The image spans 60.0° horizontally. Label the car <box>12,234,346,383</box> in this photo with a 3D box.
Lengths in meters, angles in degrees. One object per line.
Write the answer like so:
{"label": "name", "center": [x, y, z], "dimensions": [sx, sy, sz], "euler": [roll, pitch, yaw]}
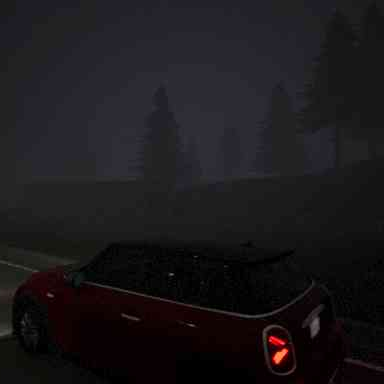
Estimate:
{"label": "car", "center": [-0.488, 1.368, 4.562], "dimensions": [4.553, 1.767, 2.097], "euler": [0, 0, 36]}
